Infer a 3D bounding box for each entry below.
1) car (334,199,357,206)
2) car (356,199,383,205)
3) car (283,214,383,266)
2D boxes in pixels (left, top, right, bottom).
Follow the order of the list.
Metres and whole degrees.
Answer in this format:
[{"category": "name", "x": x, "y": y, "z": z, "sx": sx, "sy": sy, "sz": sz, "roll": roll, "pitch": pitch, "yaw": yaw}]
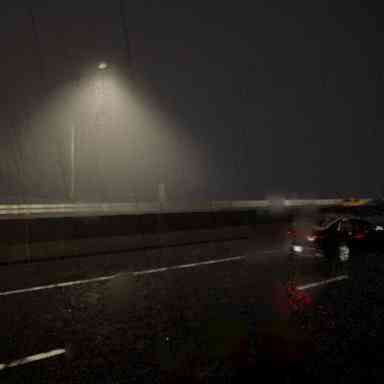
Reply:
[{"category": "car", "x": 20.853, "y": 1.612, "z": 43.987, "sx": 5.008, "sy": 1.535, "sz": 1.882, "roll": 1, "pitch": 0, "yaw": -34}, {"category": "car", "x": 22.773, "y": 1.660, "z": 41.065, "sx": 4.674, "sy": 1.442, "sz": 1.812, "roll": 0, "pitch": 0, "yaw": -34}, {"category": "car", "x": 5.294, "y": 1.534, "z": 11.770, "sx": 4.892, "sy": 1.490, "sz": 1.837, "roll": 0, "pitch": 0, "yaw": -35}]
